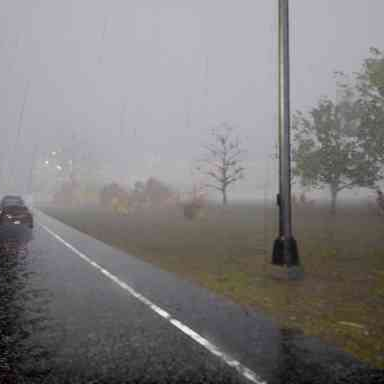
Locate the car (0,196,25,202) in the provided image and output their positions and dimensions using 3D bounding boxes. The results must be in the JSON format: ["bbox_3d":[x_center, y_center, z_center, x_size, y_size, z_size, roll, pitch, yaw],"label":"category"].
[{"bbox_3d":[-19.304,1.431,35.860,2.150,2.045,5.566,0,0,-29],"label":"car"}]

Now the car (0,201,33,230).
[{"bbox_3d":[-11.882,1.632,22.490,1.837,1.490,4.892,0,0,-30],"label":"car"}]
